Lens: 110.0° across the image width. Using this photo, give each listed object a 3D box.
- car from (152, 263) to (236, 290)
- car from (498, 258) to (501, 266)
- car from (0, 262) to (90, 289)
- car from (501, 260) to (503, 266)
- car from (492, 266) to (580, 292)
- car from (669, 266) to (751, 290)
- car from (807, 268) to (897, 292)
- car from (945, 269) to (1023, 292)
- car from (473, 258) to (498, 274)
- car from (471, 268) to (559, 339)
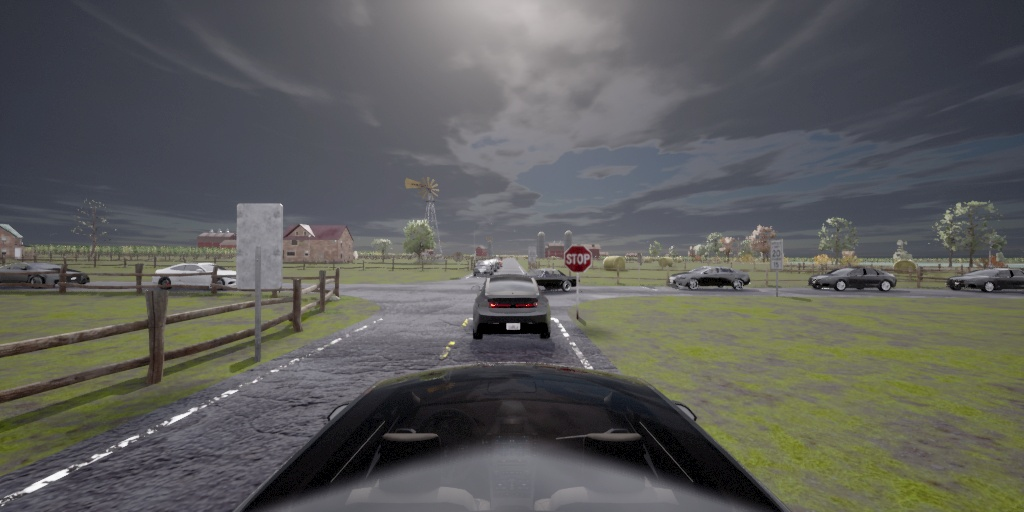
[{"bbox_3d":[-17.244,1.104,20.018,4.674,1.442,1.812,1,-1,-1],"label":"car"},{"bbox_3d":[-2.854,1.241,46.194,2.128,1.511,4.902,0,0,0],"label":"car"},{"bbox_3d":[-26.364,1.048,19.895,4.181,1.385,1.994,1,-1,-1],"label":"car"},{"bbox_3d":[-2.823,1.240,55.736,2.128,1.511,4.902,0,0,0],"label":"car"},{"bbox_3d":[1.499,1.369,20.108,4.718,1.301,1.895,1,0,-35],"label":"car"},{"bbox_3d":[12.797,1.396,23.337,4.902,1.511,2.128,1,-1,-2],"label":"car"},{"bbox_3d":[22.199,1.499,23.508,4.892,1.490,1.837,1,-1,-1],"label":"car"},{"bbox_3d":[31.701,1.586,23.630,4.892,1.490,1.837,1,-1,-1],"label":"car"},{"bbox_3d":[-2.860,1.243,36.748,2.128,1.511,4.902,0,0,0],"label":"car"},{"bbox_3d":[-0.075,1.256,10.062,1.837,1.490,4.892,0,0,-2],"label":"car"}]
